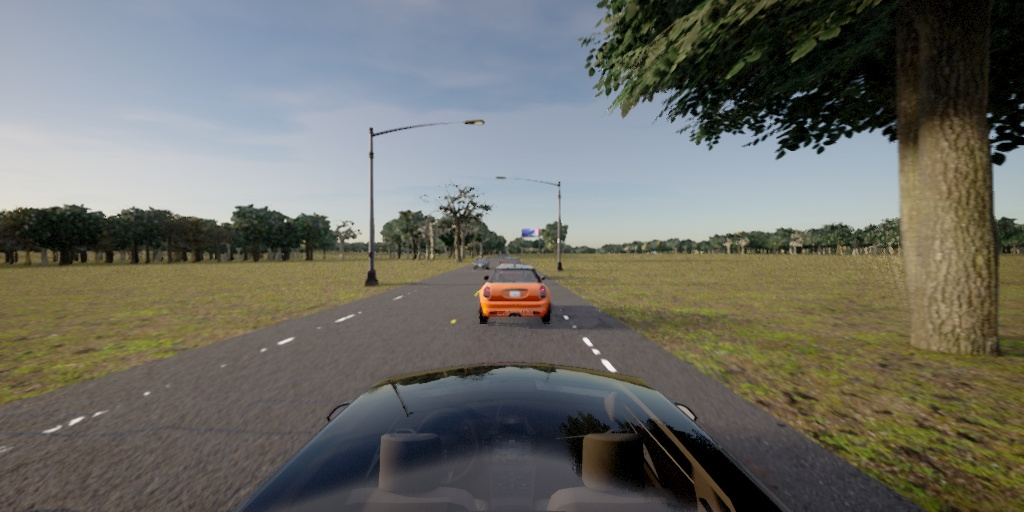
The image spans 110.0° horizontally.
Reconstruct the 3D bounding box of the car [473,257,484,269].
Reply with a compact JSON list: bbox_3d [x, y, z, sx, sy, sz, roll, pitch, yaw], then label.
[{"bbox_3d":[-3.782,0.929,45.086,2.128,1.511,4.902,0,0,-1],"label":"car"}]

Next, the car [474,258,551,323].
[{"bbox_3d":[0.075,1.070,12.121,2.097,1.767,4.553,0,0,0],"label":"car"}]
